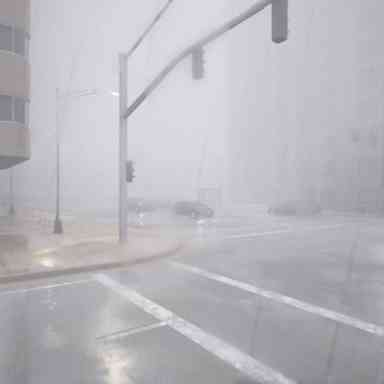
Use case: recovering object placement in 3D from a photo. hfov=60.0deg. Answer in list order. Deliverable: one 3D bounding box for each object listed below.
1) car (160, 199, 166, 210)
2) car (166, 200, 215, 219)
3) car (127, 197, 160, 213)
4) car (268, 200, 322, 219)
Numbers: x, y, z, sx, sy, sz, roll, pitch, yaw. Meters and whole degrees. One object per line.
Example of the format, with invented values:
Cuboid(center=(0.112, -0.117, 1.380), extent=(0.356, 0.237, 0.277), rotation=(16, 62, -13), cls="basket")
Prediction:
Cuboid(center=(-4.527, 1.535, 41.660), extent=(2.033, 1.411, 5.357), rotation=(0, 0, -36), cls="car")
Cuboid(center=(-0.027, 1.495, 29.235), extent=(1.837, 1.490, 4.892), rotation=(0, 0, -36), cls="car")
Cuboid(center=(-5.932, 1.342, 37.334), extent=(2.097, 1.767, 4.553), rotation=(0, 0, -37), cls="car")
Cuboid(center=(8.881, 1.477, 29.114), extent=(2.128, 1.511, 4.902), rotation=(0, 0, -36), cls="car")
